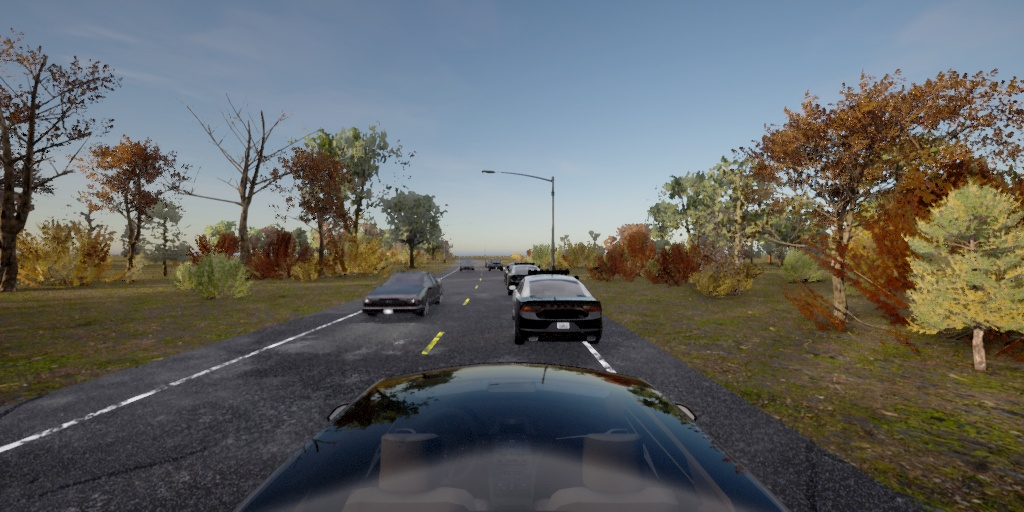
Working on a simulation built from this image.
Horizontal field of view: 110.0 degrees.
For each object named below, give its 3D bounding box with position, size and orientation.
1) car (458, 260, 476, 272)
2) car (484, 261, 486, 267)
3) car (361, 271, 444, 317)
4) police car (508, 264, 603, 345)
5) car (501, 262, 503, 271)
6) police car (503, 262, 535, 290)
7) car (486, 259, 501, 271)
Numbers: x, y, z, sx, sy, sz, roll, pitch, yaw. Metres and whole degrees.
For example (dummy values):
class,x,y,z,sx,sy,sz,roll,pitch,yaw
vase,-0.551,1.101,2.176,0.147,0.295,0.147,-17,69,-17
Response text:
class,x,y,z,sx,sy,sz,roll,pitch,yaw
car,-5.540,1.232,44.580,1.837,1.490,4.892,0,0,-5
car,-3.535,1.202,60.211,2.128,1.511,4.902,0,0,-7
car,-3.791,1.294,13.473,2.033,1.411,5.357,0,0,-2
police car,0.966,1.173,9.681,1.930,1.638,5.238,0,0,-1
car,0.405,1.214,25.651,1.882,1.535,5.008,0,0,-3
police car,0.673,1.168,19.733,1.930,1.638,5.238,0,0,-2
car,-2.184,1.229,47.322,1.837,1.490,4.892,0,0,-5
